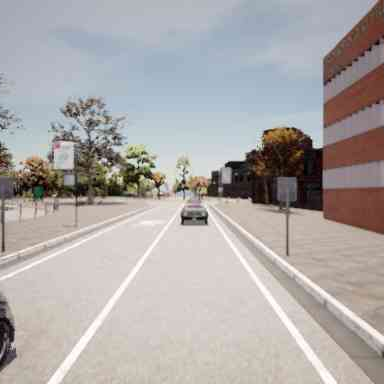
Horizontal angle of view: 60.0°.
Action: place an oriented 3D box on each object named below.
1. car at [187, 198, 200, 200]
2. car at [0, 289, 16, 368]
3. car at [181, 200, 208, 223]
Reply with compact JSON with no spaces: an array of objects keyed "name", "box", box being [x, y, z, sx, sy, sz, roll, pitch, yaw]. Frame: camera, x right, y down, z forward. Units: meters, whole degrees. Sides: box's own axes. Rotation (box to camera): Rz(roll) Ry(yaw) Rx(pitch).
[{"name":"car","box":[0.292,1.378,40.781,1.994,1.385,4.181,0,0,1]},{"name":"car","box":[-3.345,1.557,2.732,1.994,1.385,4.181,0,0,0]},{"name":"car","box":[0.174,1.503,24.296,1.895,1.301,4.718,0,0,0]}]
